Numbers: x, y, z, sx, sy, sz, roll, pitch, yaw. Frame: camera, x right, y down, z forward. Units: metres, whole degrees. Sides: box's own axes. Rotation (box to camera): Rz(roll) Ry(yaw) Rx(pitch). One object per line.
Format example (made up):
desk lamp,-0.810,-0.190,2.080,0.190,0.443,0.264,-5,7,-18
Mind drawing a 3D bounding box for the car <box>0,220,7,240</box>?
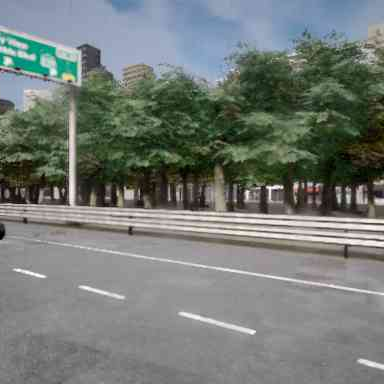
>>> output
car,-10.615,1.565,15.743,4.181,1.385,1.994,0,0,36
